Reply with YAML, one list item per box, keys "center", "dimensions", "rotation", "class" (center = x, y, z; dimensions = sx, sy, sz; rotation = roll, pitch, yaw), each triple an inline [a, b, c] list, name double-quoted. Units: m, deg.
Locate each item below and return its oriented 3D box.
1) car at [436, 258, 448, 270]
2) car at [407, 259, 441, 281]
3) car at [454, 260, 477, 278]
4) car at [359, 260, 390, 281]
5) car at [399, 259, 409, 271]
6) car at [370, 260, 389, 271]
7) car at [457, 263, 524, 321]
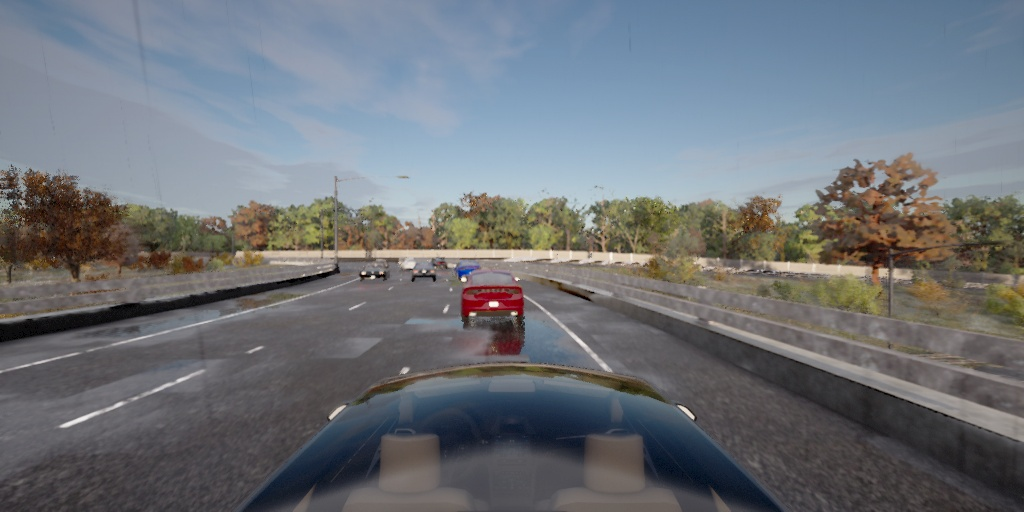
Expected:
- center: [-9.697, 1.048, 46.626]
  dimensions: [1.837, 1.490, 4.892]
  rotation: [0, 1, -24]
  class: "car"
- center: [-7.042, 1.177, 28.624]
  dimensions: [2.033, 1.411, 5.357]
  rotation: [0, 0, -14]
  class: "car"
- center: [-3.640, 1.090, 29.194]
  dimensions: [1.882, 1.535, 5.008]
  rotation: [0, 0, -14]
  class: "car"
- center: [-10.702, 1.248, 28.280]
  dimensions: [1.895, 1.301, 4.718]
  rotation: [0, 0, -14]
  class: "car"
- center: [-13.093, 1.086, 45.676]
  dimensions: [1.812, 1.442, 4.674]
  rotation: [0, 1, -24]
  class: "car"
- center: [-17.015, 1.176, 45.953]
  dimensions: [1.895, 1.301, 4.718]
  rotation: [0, 0, -25]
  class: "car"
- center: [-0.735, 1.172, 12.352]
  dimensions: [1.882, 1.535, 5.008]
  rotation: [0, 0, -5]
  class: "car"
